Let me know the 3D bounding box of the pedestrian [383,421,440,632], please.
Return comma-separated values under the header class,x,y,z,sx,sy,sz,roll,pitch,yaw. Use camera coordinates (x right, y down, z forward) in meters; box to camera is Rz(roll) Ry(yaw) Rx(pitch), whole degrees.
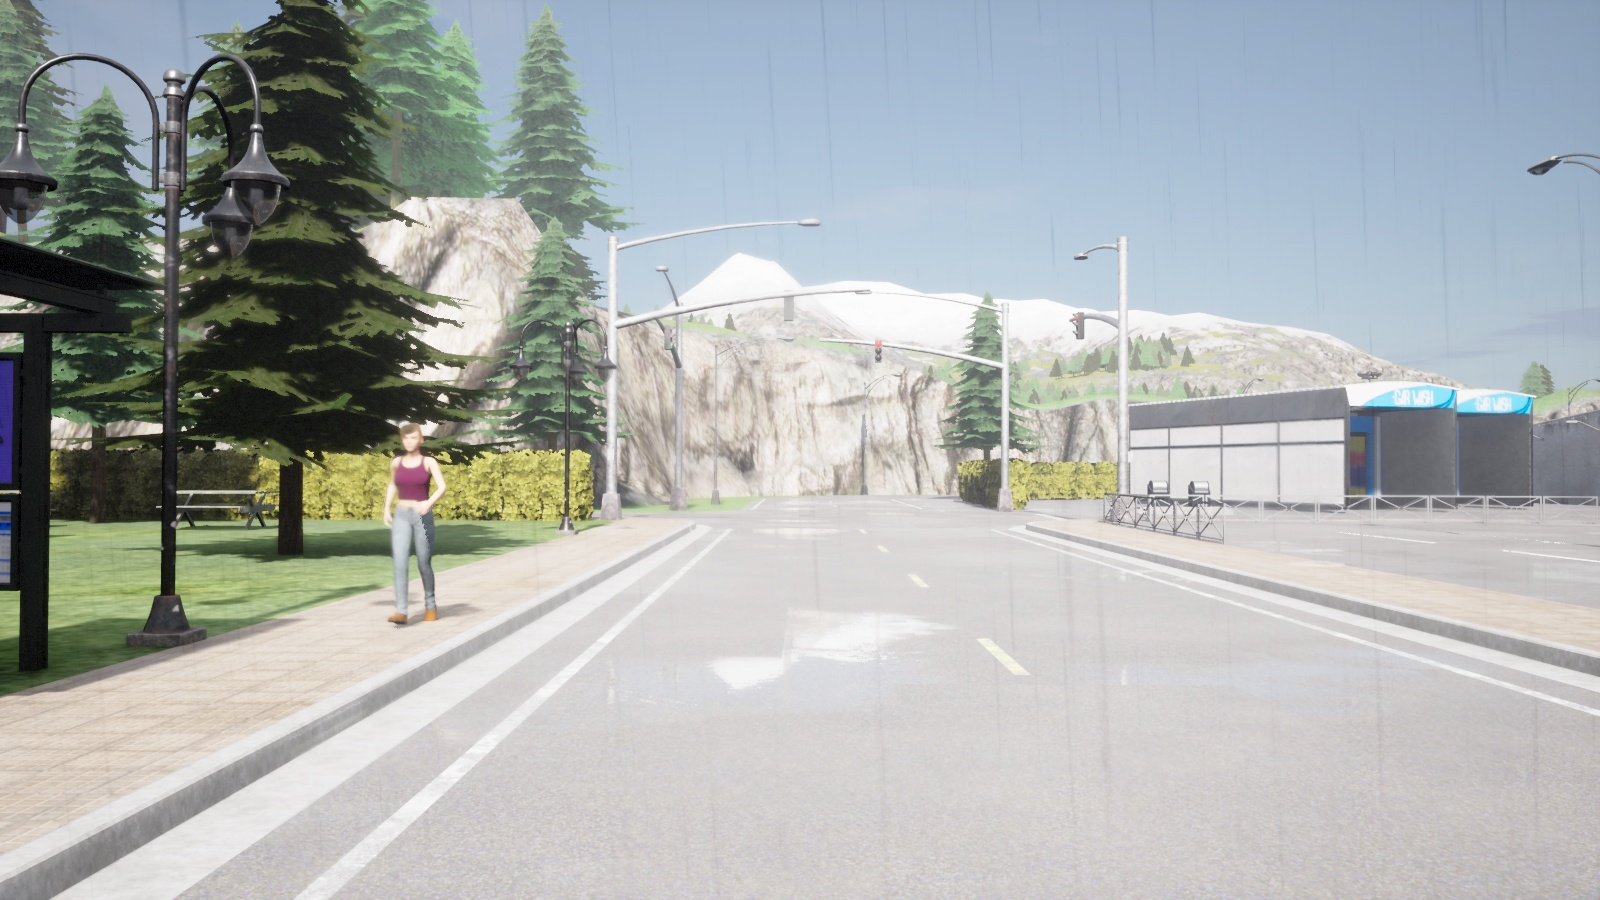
class,x,y,z,sx,sy,sz,roll,pitch,yaw
pedestrian,-3.477,0.673,11.264,0.345,1.836,0.594,0,-1,-2
